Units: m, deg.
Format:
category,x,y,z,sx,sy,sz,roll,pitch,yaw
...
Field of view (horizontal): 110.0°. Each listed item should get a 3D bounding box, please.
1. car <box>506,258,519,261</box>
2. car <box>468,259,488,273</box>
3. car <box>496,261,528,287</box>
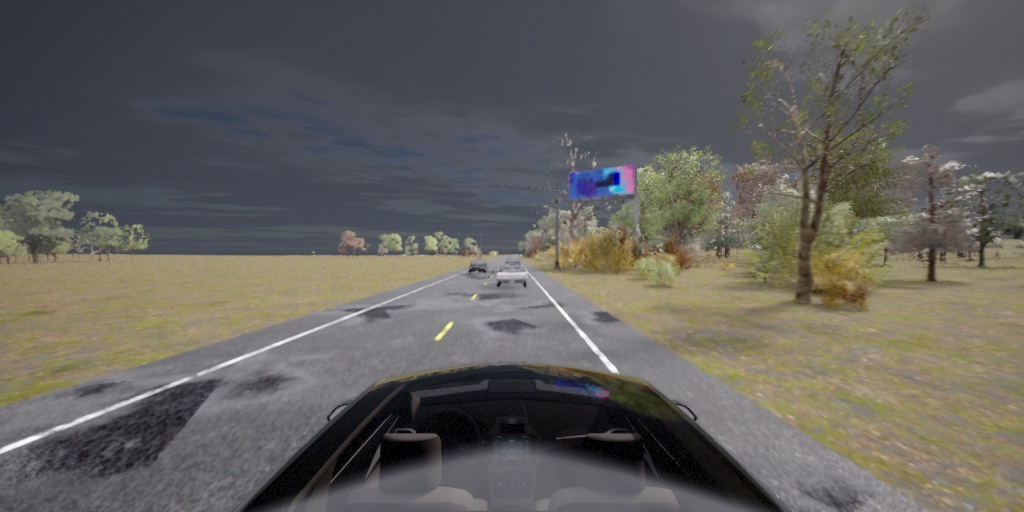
category,x,y,z,sx,sy,sz,roll,pitch,yaw
car,0.048,0.995,39.499,2.128,1.511,4.902,0,1,0
car,-3.522,1.070,38.456,2.033,1.411,5.357,0,0,0
car,0.010,1.211,23.111,1.895,1.301,4.718,0,0,1
